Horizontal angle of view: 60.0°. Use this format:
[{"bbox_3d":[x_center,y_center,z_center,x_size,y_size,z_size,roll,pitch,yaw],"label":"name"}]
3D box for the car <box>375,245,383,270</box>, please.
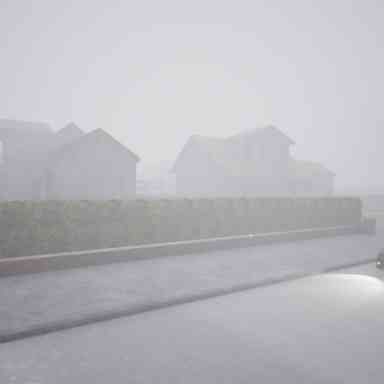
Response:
[{"bbox_3d":[7.149,1.601,9.132,4.181,1.385,1.994,0,0,-23],"label":"car"}]
